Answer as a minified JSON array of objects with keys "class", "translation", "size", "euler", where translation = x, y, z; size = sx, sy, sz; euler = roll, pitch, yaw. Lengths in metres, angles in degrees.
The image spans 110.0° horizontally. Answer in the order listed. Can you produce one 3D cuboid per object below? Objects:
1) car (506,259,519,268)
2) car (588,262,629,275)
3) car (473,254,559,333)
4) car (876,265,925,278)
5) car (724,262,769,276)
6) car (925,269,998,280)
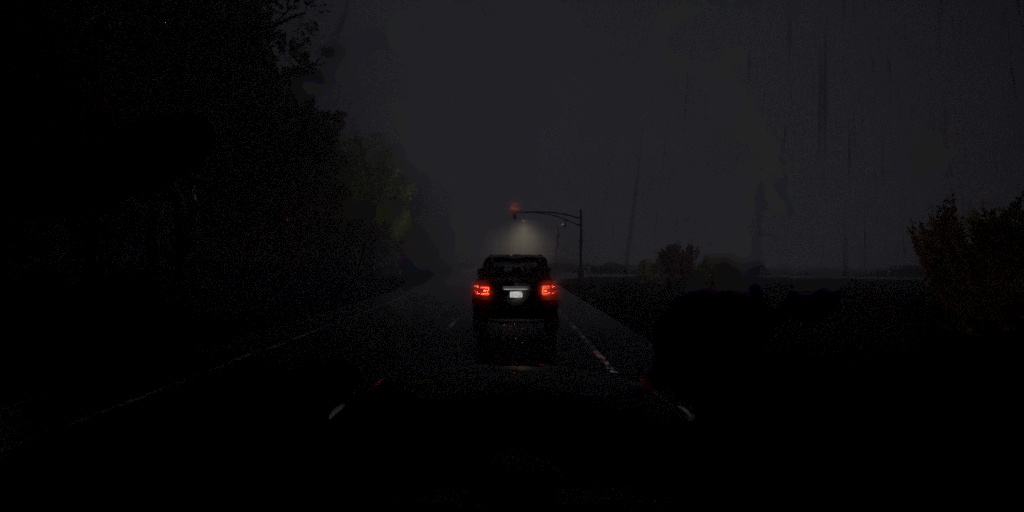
[{"class":"car","translation":[0.109,1.248,61.971],"size":[2.128,1.511,4.902],"euler":[0,0,0]},{"class":"car","translation":[11.421,1.465,42.639],"size":[4.674,1.442,1.812],"euler":[1,-1,6]},{"class":"car","translation":[0.101,0.974,10.882],"size":[2.150,2.045,5.566],"euler":[0,0,0]},{"class":"car","translation":[45.735,1.786,42.057],"size":[5.008,1.535,1.882],"euler":[1,-1,1]},{"class":"car","translation":[27.433,1.460,42.173],"size":[4.553,1.767,2.097],"euler":[1,-1,0]},{"class":"car","translation":[48.515,1.826,38.478],"size":[5.357,1.411,2.033],"euler":[1,-1,0]}]
